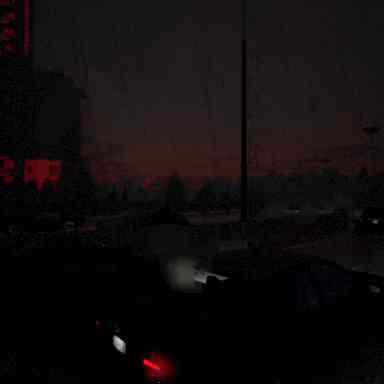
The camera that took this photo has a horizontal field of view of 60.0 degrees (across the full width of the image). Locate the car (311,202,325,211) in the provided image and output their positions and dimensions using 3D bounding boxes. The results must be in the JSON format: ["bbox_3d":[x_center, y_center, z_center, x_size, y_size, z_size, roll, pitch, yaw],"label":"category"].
[{"bbox_3d":[20.769,2.366,54.821,1.994,1.385,4.181,0,-1,21],"label":"car"}]

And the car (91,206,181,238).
[{"bbox_3d":[-3.200,1.644,19.711,5.008,1.535,1.882,1,-1,-42],"label":"car"}]

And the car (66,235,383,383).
[{"bbox_3d":[1.242,1.598,4.881,5.357,1.411,2.033,1,-1,-38],"label":"car"}]

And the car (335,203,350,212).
[{"bbox_3d":[21.955,2.313,48.510,1.895,1.301,4.718,0,-1,24],"label":"car"}]

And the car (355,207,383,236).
[{"bbox_3d":[10.934,1.604,18.752,2.097,1.767,4.553,0,-1,43],"label":"car"}]

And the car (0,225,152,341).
[{"bbox_3d":[-2.313,1.609,6.653,4.181,1.385,1.994,1,-1,-37],"label":"car"}]

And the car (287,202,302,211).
[{"bbox_3d":[16.674,2.313,53.767,2.033,1.411,5.357,0,-1,23],"label":"car"}]

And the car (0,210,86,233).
[{"bbox_3d":[-8.850,1.724,19.443,4.718,1.301,1.895,1,-1,-39],"label":"car"}]

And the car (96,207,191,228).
[{"bbox_3d":[-2.226,1.639,15.923,4.892,1.490,1.837,1,-1,-41],"label":"car"}]
